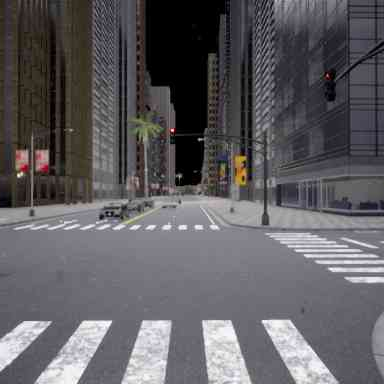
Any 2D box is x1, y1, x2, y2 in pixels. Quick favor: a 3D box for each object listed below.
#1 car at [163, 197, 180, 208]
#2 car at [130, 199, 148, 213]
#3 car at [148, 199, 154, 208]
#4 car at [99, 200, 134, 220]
[{"bbox_3d":[-3.246,1.730,49.319,1.895,1.301,4.718,0,0,0],"label":"car"},{"bbox_3d":[-6.665,1.595,38.861,1.837,1.490,4.892,0,0,0],"label":"car"},{"bbox_3d":[-6.678,1.678,49.489,2.033,1.411,5.357,0,0,0],"label":"car"},{"bbox_3d":[-6.639,1.624,28.899,1.994,1.385,4.181,0,0,1],"label":"car"}]
